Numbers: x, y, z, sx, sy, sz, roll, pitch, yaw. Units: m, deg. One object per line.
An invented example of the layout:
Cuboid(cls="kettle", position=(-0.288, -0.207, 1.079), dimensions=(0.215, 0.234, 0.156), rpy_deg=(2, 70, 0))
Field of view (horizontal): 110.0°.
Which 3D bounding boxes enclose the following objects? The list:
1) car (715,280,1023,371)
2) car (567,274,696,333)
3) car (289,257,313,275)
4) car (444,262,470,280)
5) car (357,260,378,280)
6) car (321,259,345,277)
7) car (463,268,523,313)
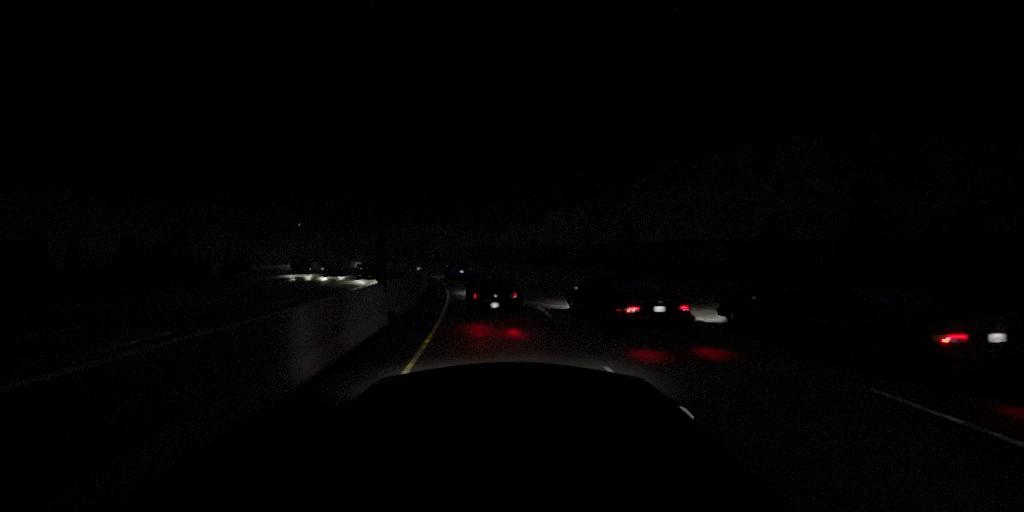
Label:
Cuboid(cls="car", position=(6.809, 1.214, 7.660), dimensions=(2.033, 1.411, 5.357), rpy_deg=(-1, 0, -4))
Cuboid(cls="car", position=(3.090, 1.235, 10.568), dimensions=(2.033, 1.411, 5.357), rpy_deg=(-1, 0, -5))
Cuboid(cls="car", position=(-25.525, 1.119, 43.479), dimensions=(2.150, 2.045, 5.566), rpy_deg=(-1, 0, -30))
Cuboid(cls="car", position=(-4.654, 1.245, 30.862), dimensions=(1.994, 1.385, 4.181), rpy_deg=(-1, 0, -18))
Cuboid(cls="car", position=(-12.719, 1.122, 32.294), dimensions=(2.097, 1.767, 4.553), rpy_deg=(-1, 0, -20))
Cuboid(cls="car", position=(-18.777, 1.304, 37.950), dimensions=(1.882, 1.535, 5.008), rpy_deg=(-1, 0, -25))
Cuboid(cls="car", position=(-0.821, 1.311, 13.864), dimensions=(1.895, 1.301, 4.718), rpy_deg=(-1, 0, -7))
